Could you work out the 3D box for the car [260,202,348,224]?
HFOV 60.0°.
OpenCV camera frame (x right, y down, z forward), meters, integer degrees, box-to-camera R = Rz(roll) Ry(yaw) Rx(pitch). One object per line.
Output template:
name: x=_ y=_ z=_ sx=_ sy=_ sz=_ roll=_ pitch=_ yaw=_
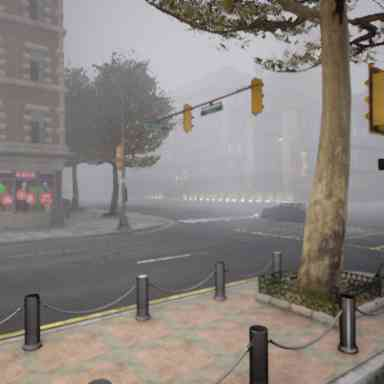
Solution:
car: x=6.710 y=1.349 z=20.671 sx=2.033 sy=1.411 sz=5.357 roll=-1 pitch=0 yaw=-36
